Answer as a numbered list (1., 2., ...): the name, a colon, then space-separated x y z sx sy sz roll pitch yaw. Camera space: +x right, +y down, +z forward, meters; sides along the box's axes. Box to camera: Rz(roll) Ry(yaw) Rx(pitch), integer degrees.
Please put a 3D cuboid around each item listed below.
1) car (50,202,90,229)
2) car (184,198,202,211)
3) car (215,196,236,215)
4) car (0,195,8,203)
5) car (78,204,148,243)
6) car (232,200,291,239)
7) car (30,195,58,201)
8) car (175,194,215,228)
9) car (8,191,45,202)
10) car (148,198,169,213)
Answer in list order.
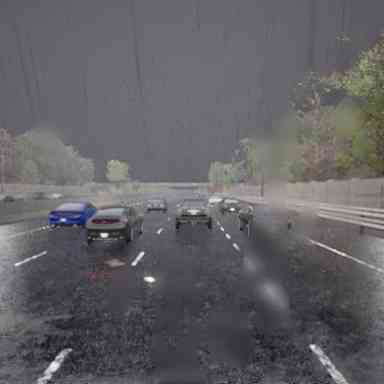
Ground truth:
1. car: -6.902 1.340 20.308 1.882 1.535 5.008 0 0 0
2. car: 0.094 1.347 38.131 1.895 1.301 4.718 0 0 0
3. car: 3.492 1.318 30.945 1.812 1.442 4.674 0 0 0
4. car: -24.600 1.192 43.114 1.882 1.535 5.008 0 0 0
5. car: -3.403 1.400 15.319 1.837 1.490 4.892 0 0 0
6. car: 3.496 1.378 16.635 2.128 1.511 4.902 0 0 0
7. car: -17.606 1.329 41.019 1.895 1.301 4.718 0 0 0
8. car: 0.096 1.211 20.836 2.097 1.767 4.553 0 0 0
9. car: -21.101 0.932 43.482 2.150 2.045 5.566 0 1 0
10. car: -3.409 1.322 33.686 2.033 1.411 5.357 0 0 0
